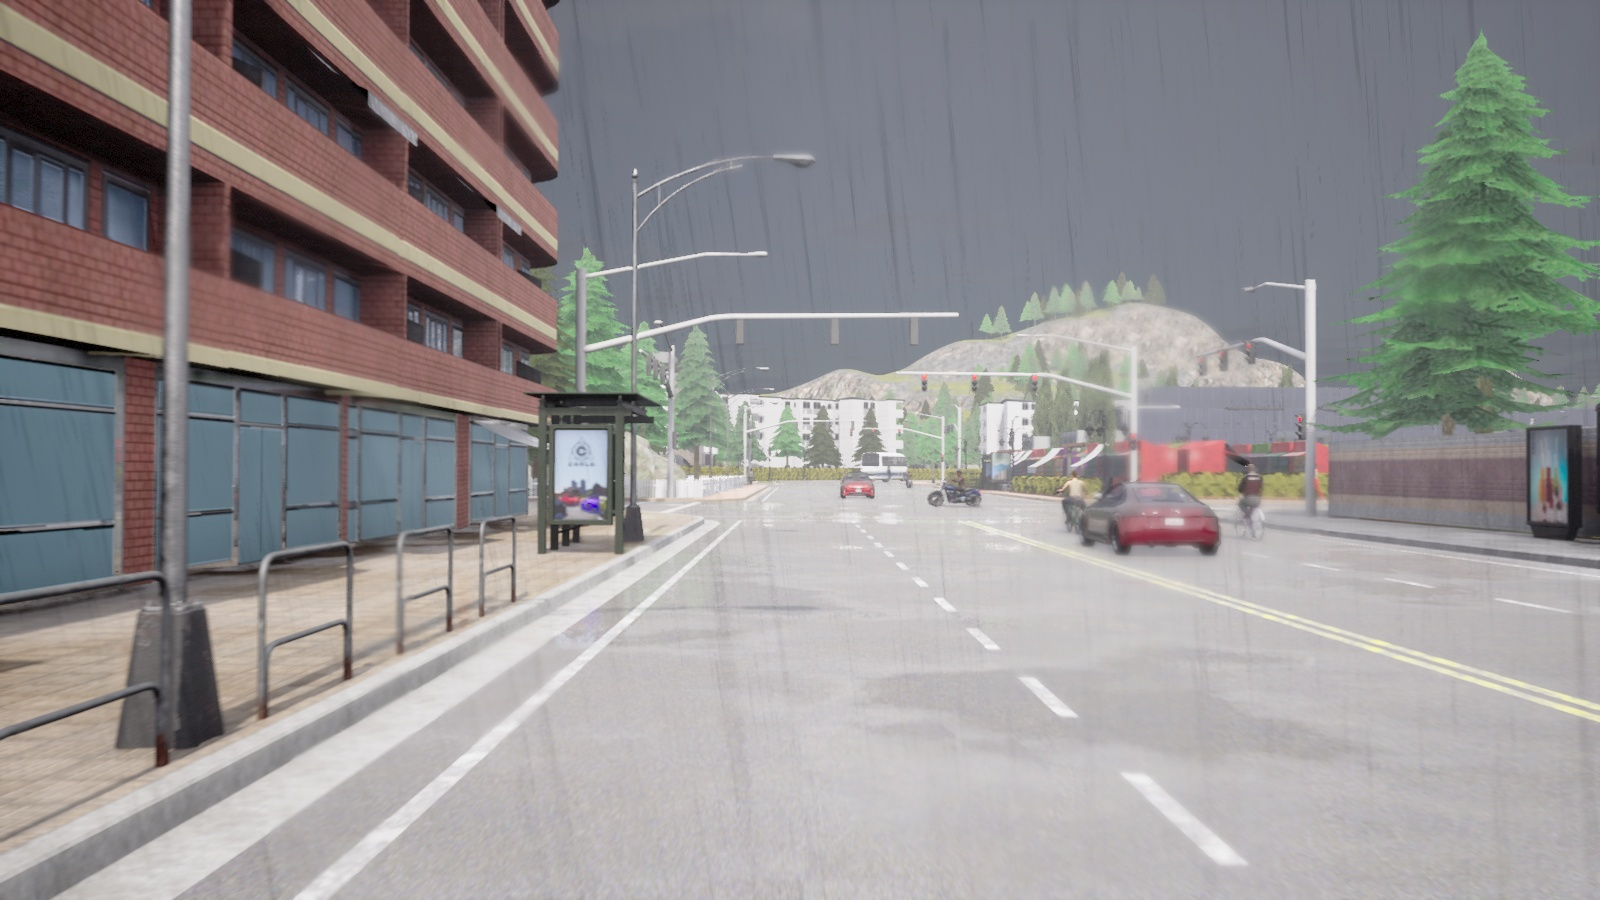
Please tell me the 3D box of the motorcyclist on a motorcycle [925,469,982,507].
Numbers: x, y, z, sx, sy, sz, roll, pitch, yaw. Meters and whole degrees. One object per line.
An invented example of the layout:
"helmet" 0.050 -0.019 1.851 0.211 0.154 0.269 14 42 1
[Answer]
"motorcyclist on a motorcycle" 6.649 1.638 54.383 2.350 1.649 0.766 0 -1 -1

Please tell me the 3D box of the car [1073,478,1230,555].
"car" 6.934 1.273 25.229 1.994 1.385 4.181 0 -1 0

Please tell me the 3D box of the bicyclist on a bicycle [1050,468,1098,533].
"bicyclist on a bicycle" 6.915 1.255 31.752 0.866 1.612 1.509 0 -1 0

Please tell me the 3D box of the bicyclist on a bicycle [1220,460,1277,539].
"bicyclist on a bicycle" 10.425 1.133 29.246 0.659 1.776 1.843 0 -1 0

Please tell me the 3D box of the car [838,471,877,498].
"car" 3.315 1.974 73.203 2.007 1.525 4.514 0 -1 0
